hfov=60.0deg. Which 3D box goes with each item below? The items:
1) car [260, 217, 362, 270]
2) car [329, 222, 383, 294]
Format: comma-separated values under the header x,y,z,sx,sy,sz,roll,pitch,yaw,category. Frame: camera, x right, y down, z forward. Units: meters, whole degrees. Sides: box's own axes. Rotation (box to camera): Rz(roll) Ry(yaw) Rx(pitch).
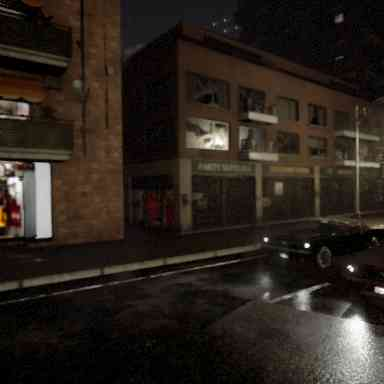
x,y,z,sx,sy,sz,roll,pitch,yaw,category
4.436,1.522,10.968,4.718,1.301,1.895,-1,0,-37,car
5.759,1.464,7.901,5.357,1.411,2.033,-1,0,-37,car
